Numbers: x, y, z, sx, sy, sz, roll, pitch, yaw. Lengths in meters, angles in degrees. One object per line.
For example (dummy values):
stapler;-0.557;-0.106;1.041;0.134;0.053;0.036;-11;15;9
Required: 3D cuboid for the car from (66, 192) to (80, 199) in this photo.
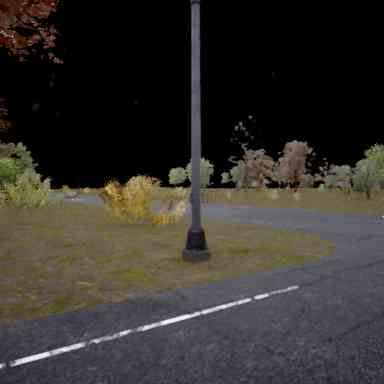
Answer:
car;-23.745;0.704;66.125;1.812;1.442;4.674;-1;1;-34
